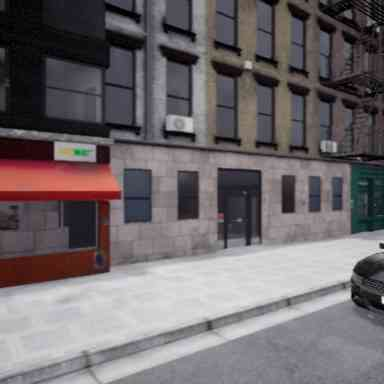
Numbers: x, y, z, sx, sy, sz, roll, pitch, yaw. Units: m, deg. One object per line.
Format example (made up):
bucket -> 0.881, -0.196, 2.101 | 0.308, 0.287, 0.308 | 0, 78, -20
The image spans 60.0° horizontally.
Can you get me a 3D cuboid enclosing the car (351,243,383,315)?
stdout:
car -> 5.209, 1.496, 6.787 | 5.008, 1.535, 1.882 | 0, 0, -35
